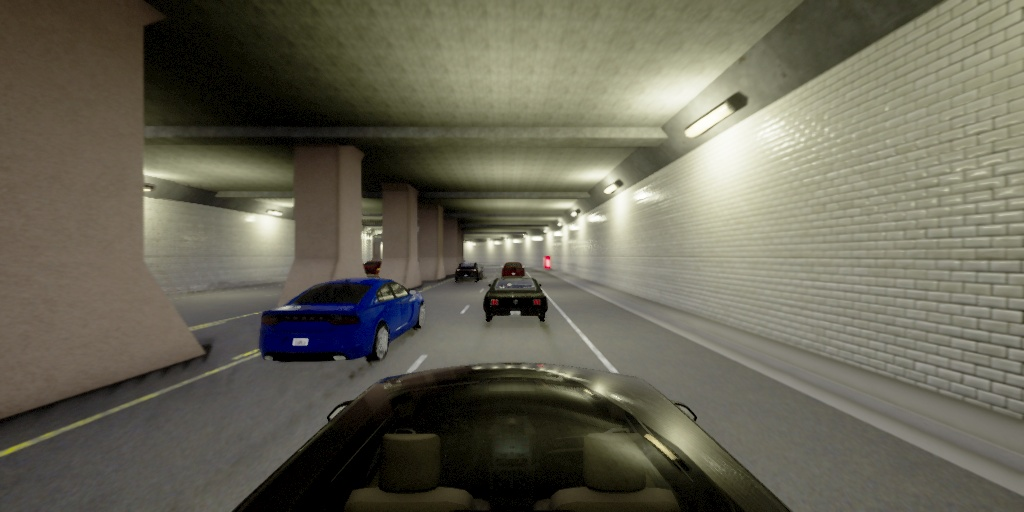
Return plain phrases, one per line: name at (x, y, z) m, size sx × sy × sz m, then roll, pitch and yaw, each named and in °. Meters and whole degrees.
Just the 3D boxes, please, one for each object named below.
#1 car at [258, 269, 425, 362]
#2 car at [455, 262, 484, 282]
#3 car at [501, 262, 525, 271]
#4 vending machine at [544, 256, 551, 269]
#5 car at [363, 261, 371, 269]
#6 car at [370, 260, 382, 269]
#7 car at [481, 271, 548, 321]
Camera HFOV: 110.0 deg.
car at (-3.397, 1.228, 8.233) m, size 1.882 × 1.535 × 5.008 m, roll 0°, pitch 0°, yaw 0°
car at (-3.386, 1.243, 28.786) m, size 2.128 × 1.511 × 4.902 m, roll 0°, pitch 0°, yaw 0°
car at (0.112, 1.229, 30.440) m, size 1.882 × 1.535 × 5.008 m, roll 0°, pitch 0°, yaw 0°
vending machine at (5.104, 0.949, 51.712) m, size 1.100 × 2.100 × 0.880 m, roll 0°, pitch 0°, yaw -7°
car at (-14.148, 1.230, 36.939) m, size 1.882 × 1.535 × 5.008 m, roll 0°, pitch 0°, yaw -1°
car at (-10.608, 1.230, 32.219) m, size 1.882 × 1.535 × 5.008 m, roll 0°, pitch 0°, yaw 0°
car at (0.106, 1.352, 12.421) m, size 1.895 × 1.301 × 4.718 m, roll 0°, pitch 0°, yaw 0°
